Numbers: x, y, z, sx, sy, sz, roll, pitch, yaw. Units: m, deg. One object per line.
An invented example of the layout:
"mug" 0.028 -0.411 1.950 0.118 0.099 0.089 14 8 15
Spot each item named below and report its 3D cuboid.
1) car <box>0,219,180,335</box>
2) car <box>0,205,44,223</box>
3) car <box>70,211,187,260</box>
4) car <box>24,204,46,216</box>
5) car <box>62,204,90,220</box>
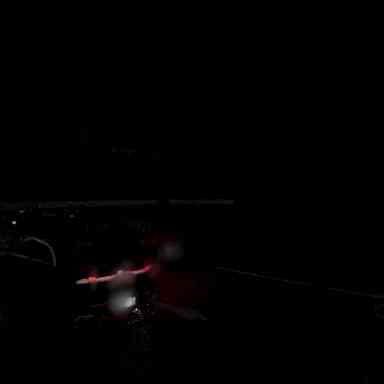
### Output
"car" -2.747 1.583 7.031 4.902 1.511 2.128 -1 -1 45
"car" -13.400 1.951 26.231 1.895 1.301 4.718 0 -1 -14
"car" -2.280 1.620 11.662 1.882 1.535 5.008 0 -1 -41
"car" -17.838 2.049 36.651 1.994 1.385 4.181 0 -1 0
"car" -10.651 1.885 30.912 2.128 1.511 4.902 0 -1 -8
